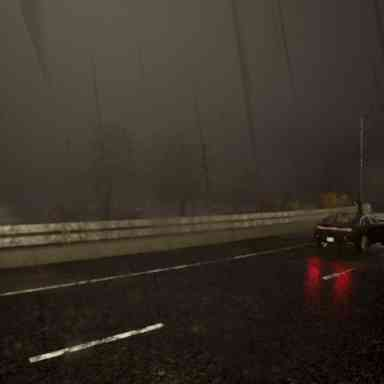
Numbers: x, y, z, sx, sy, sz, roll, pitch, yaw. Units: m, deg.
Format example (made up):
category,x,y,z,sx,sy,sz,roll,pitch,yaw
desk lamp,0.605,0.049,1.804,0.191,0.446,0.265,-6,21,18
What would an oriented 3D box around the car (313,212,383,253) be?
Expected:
category,x,y,z,sx,sy,sz,roll,pitch,yaw
car,7.105,1.654,14.570,4.902,1.511,2.128,1,0,-44
